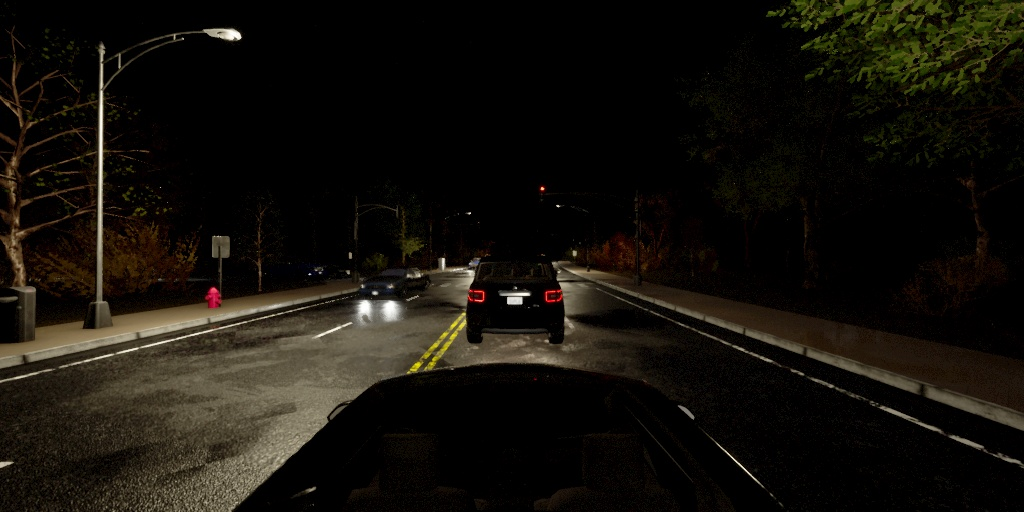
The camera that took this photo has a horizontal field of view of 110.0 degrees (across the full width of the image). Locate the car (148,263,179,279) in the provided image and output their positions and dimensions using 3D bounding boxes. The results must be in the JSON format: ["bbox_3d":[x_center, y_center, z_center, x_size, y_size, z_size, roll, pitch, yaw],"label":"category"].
[{"bbox_3d":[-37.452,1.459,37.423,4.553,1.767,2.097,-1,-1,10],"label":"car"}]

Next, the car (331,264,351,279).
[{"bbox_3d":[-17.824,1.390,34.105,4.902,1.511,2.128,-1,-1,8],"label":"car"}]

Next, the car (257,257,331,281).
[{"bbox_3d":[-19.034,1.099,30.963,5.566,2.045,2.150,-1,-1,10],"label":"car"}]

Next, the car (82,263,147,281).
[{"bbox_3d":[-38.409,1.573,34.289,4.902,1.511,2.128,-1,-1,10],"label":"car"}]

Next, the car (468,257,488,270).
[{"bbox_3d":[-4.777,1.056,50.934,2.097,1.767,4.553,0,0,4],"label":"car"}]

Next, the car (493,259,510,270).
[{"bbox_3d":[-1.461,1.190,52.005,2.128,1.511,4.902,0,0,2],"label":"car"}]

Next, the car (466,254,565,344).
[{"bbox_3d":[0.109,0.972,9.741,2.150,2.045,5.566,0,0,1],"label":"car"}]

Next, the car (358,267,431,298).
[{"bbox_3d":[-5.905,1.297,18.935,2.033,1.411,5.357,0,0,7],"label":"car"}]

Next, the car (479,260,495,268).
[{"bbox_3d":[-4.077,1.285,59.890,1.895,1.301,4.718,0,0,5],"label":"car"}]
